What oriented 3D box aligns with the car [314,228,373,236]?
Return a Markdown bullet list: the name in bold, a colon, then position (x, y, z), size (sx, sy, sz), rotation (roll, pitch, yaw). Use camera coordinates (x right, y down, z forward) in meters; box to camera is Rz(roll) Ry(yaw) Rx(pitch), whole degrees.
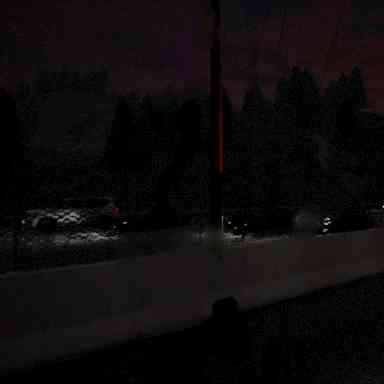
- **car**: position (7.550, 1.404, 17.604), size (4.553, 1.767, 2.097), rotation (0, 0, -34)
